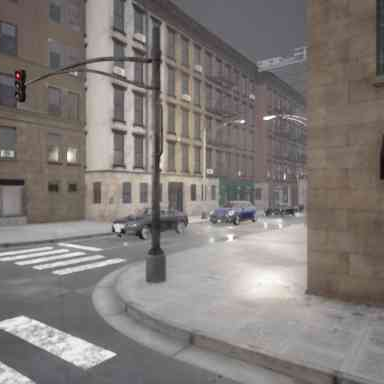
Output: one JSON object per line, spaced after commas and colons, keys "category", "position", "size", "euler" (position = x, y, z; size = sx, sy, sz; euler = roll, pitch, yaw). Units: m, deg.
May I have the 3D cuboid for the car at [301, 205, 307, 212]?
{"category": "car", "position": [14.868, 1.831, 41.585], "size": [1.895, 1.301, 4.718], "euler": [0, 0, 36]}

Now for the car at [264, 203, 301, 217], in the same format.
{"category": "car", "position": [8.952, 1.776, 33.335], "size": [1.895, 1.301, 4.718], "euler": [0, 0, 35]}

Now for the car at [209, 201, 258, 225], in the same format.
{"category": "car", "position": [3.229, 1.475, 25.327], "size": [2.097, 1.767, 4.553], "euler": [0, 0, 36]}

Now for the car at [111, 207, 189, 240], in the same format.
{"category": "car", "position": [-2.113, 1.567, 17.809], "size": [2.128, 1.511, 4.902], "euler": [0, 0, 35]}
